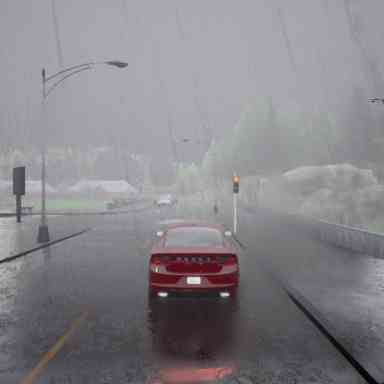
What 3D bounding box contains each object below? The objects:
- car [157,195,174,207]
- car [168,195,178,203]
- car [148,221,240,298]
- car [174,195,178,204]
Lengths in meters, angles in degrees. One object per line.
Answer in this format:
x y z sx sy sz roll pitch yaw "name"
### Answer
-4.132 1.526 50.822 1.812 1.442 4.674 0 0 0 "car"
-4.052 1.500 70.905 1.837 1.490 4.892 0 0 0 "car"
0.053 1.478 8.591 1.882 1.535 5.008 0 0 0 "car"
-4.125 1.526 60.740 1.812 1.442 4.674 0 0 1 "car"
